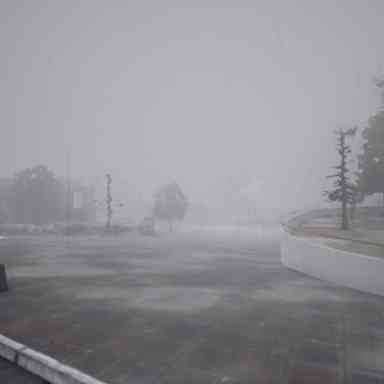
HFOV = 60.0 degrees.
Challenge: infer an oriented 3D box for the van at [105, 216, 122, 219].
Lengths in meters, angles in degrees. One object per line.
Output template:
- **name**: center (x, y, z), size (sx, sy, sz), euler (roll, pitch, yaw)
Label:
- **van**: center (-21.475, 8.313, 90.807), size (1.878, 1.987, 4.442), euler (-1, 1, 10)

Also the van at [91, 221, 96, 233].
- **van**: center (-18.316, 5.589, 53.415), size (4.442, 1.987, 1.878), euler (-1, -6, 5)

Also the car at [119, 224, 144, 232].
- **car**: center (-12.191, 7.272, 67.077), size (4.674, 1.452, 2.002), euler (-1, -6, 4)

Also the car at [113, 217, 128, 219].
- **car**: center (-18.885, 8.411, 89.147), size (2.185, 1.767, 4.553), euler (-1, 1, 10)

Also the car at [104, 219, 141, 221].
- **car**: center (-13.461, 6.699, 64.366), size (5.566, 2.045, 2.435), euler (-1, -6, 5)

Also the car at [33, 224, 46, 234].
- **car**: center (-22.187, 5.002, 45.172), size (4.674, 1.452, 2.002), euler (-1, -6, 4)

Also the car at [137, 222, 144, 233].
- **car**: center (-9.572, 6.672, 60.364), size (1.994, 1.385, 4.181), euler (-2, -6, 25)

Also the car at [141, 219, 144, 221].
- **car**: center (-13.752, 8.565, 86.060), size (2.163, 1.488, 4.792), euler (0, 1, 9)

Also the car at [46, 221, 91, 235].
- **car**: center (-16.578, 4.997, 44.909), size (2.128, 1.511, 4.902), euler (-2, -6, 24)

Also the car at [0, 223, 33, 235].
- **car**: center (-23.422, 4.717, 42.422), size (4.674, 1.452, 2.002), euler (-1, -6, 4)

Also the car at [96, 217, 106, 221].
- **car**: center (-24.098, 8.545, 92.220), size (2.231, 1.521, 4.892), euler (-1, 1, 10)

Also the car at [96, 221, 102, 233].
- **car**: center (-17.176, 6.098, 56.129), size (4.892, 1.521, 2.231), euler (-1, -6, 5)

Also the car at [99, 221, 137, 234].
- **car**: center (-10.741, 5.416, 48.554), size (2.128, 1.511, 4.902), euler (-2, -6, 24)
